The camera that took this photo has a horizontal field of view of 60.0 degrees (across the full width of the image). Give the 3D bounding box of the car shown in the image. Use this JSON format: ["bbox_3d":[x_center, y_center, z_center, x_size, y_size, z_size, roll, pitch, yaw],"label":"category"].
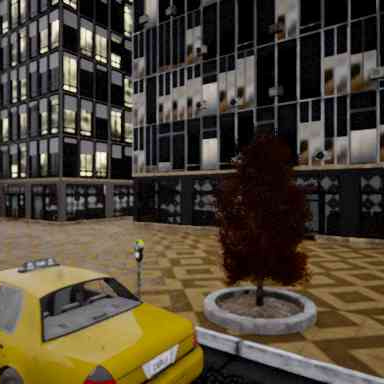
[{"bbox_3d":[-2.166,1.549,4.418,4.829,1.417,1.752,0,0,36],"label":"car"}]
